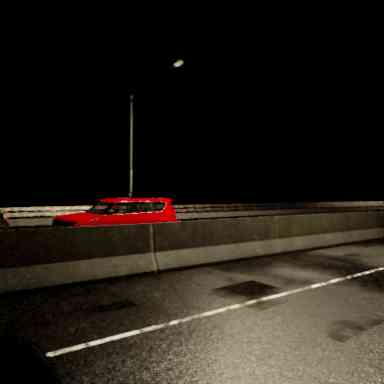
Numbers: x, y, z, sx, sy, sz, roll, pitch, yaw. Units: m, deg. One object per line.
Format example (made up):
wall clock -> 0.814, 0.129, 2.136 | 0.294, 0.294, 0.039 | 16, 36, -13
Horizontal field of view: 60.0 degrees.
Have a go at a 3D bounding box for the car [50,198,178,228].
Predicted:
car -> -3.238, 1.272, 14.579 | 5.566, 2.045, 2.150 | 1, 0, -35

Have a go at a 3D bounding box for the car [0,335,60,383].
car -> -3.148, 1.489, 1.502 | 4.892, 1.490, 1.837 | 1, 0, -35

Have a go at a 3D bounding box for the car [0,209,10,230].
car -> -11.919, 1.353, 16.986 | 4.553, 1.767, 2.097 | 1, 0, -35
